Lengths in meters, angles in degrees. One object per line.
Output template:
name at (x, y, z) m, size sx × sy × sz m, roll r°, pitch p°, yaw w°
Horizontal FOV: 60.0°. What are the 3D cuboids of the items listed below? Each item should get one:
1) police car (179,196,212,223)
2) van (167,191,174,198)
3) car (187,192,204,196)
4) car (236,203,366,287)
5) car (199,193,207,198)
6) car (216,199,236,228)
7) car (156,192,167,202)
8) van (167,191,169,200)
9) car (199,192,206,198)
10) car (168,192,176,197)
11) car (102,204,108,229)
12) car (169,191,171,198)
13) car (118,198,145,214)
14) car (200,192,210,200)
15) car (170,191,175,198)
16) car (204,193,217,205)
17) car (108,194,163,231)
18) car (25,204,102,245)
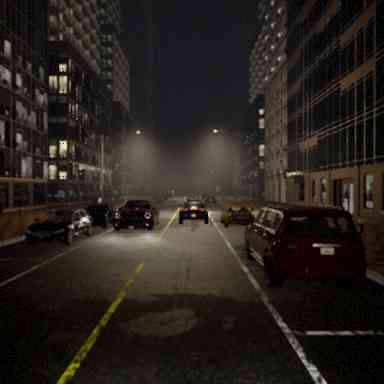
police car at (0.101, 1.313, 23.453) m, size 2.038 × 1.542 × 4.974 m, roll 0°, pitch 0°, yaw 0°
van at (-5.678, 0.591, 88.710) m, size 1.690 × 1.788 × 3.998 m, roll 0°, pitch 1°, yaw 0°
car at (0.104, 1.016, 41.104) m, size 2.097 × 1.767 × 4.553 m, roll 0°, pitch 0°, yaw 0°
car at (2.695, 1.244, 9.009) m, size 2.192 × 1.841 × 5.009 m, roll 0°, pitch 0°, yaw 0°
car at (2.700, 0.883, 83.005) m, size 1.802 × 1.307 × 4.206 m, roll 0°, pitch 1°, yaw 0°
car at (2.695, 1.361, 20.564) m, size 1.752 × 1.417 × 4.829 m, roll 0°, pitch 0°, yaw 0°
car at (-5.683, 1.095, 54.560) m, size 1.887 × 1.381 × 4.507 m, roll 0°, pitch 0°, yaw 0°
van at (-5.681, 0.843, 60.250) m, size 1.690 × 1.788 × 3.998 m, roll 0°, pitch 0°, yaw 0°
car at (2.701, 0.774, 88.866) m, size 1.752 × 1.417 × 4.829 m, roll 0°, pitch 1°, yaw 0°
car at (-5.679, 0.764, 94.404) m, size 1.947 × 1.339 × 4.313 m, roll 0°, pitch 1°, yaw 0°
car at (-5.686, 1.403, 20.408) m, size 1.947 × 1.339 × 4.313 m, roll 0°, pitch 0°, yaw 0°
car at (-5.682, 1.034, 65.944) m, size 1.802 × 1.307 × 4.206 m, roll 0°, pitch 0°, yaw 0°
car at (-5.684, 1.325, 31.791) m, size 1.802 × 1.307 × 4.206 m, roll 0°, pitch 0°, yaw 0°
car at (2.700, 0.842, 71.619) m, size 1.967 × 1.590 × 4.097 m, roll 0°, pitch 1°, yaw 0°
car at (-5.680, 0.741, 83.018) m, size 1.967 × 1.590 × 4.097 m, roll 0°, pitch 1°, yaw 0°
car at (2.697, 1.165, 48.855) m, size 1.947 × 1.339 × 4.313 m, roll 0°, pitch 0°, yaw 0°
car at (-3.099, 1.198, 19.266) m, size 2.097 × 1.767 × 4.553 m, roll 0°, pitch 0°, yaw 0°
car at (-5.686, 1.434, 14.715) m, size 2.008 × 1.369 × 4.403 m, roll 0°, pitch 0°, yaw 0°
